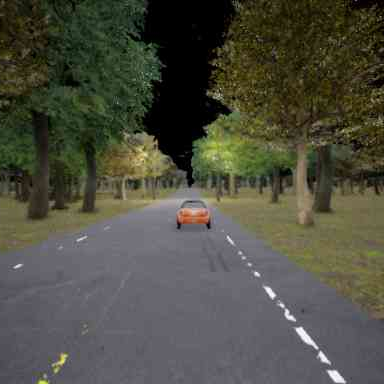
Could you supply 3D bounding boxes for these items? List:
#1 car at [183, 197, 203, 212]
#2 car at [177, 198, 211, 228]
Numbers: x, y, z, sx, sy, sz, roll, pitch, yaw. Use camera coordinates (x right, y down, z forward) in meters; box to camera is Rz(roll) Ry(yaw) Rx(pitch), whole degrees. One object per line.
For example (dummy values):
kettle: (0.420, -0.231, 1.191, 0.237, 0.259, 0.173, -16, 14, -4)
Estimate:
car: (0.107, 1.422, 38.599, 2.128, 1.511, 4.902, 0, 0, 0)
car: (0.106, 1.324, 22.265, 2.097, 1.767, 4.553, 0, 0, 0)
